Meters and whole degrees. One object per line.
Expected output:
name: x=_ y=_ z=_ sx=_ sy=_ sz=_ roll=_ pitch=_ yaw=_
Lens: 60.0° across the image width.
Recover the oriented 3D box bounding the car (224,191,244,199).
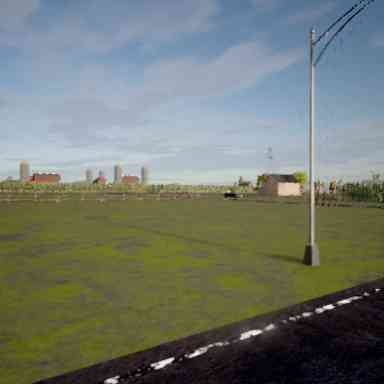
car: x=8.670 y=0.636 z=69.400 sx=2.128 sy=1.511 sz=4.902 roll=0 pitch=1 yaw=-36
